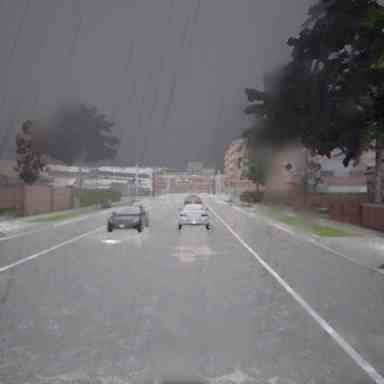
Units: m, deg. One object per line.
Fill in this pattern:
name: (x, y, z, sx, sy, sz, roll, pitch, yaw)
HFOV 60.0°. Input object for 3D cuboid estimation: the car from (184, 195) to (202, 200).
car: (0.119, 1.170, 39.004, 2.097, 1.767, 4.553, 0, 0, 0)

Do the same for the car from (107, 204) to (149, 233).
car: (-3.589, 1.463, 19.386, 1.812, 1.442, 4.674, 0, 0, 0)

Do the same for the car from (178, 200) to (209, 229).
car: (0.110, 1.454, 21.086, 1.812, 1.442, 4.674, 0, 0, 0)
